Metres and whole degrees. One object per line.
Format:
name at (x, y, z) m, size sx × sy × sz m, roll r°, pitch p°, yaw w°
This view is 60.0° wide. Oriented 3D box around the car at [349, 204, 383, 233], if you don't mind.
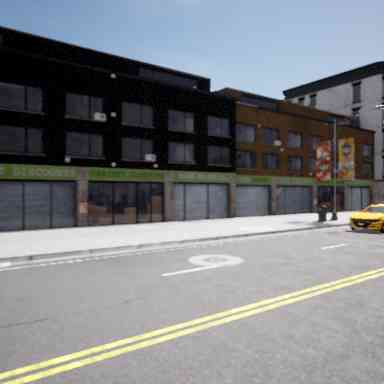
car at (11.311, 1.483, 19.739) m, size 5.008 × 1.535 × 1.882 m, roll 0°, pitch 0°, yaw -35°
